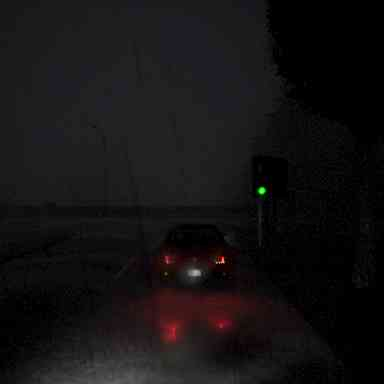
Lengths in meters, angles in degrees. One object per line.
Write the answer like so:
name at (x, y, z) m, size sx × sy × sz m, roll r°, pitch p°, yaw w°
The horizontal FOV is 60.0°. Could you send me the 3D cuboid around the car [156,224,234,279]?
car at (0.082, 1.625, 10.066) m, size 1.895 × 1.301 × 4.718 m, roll 0°, pitch 0°, yaw 0°
